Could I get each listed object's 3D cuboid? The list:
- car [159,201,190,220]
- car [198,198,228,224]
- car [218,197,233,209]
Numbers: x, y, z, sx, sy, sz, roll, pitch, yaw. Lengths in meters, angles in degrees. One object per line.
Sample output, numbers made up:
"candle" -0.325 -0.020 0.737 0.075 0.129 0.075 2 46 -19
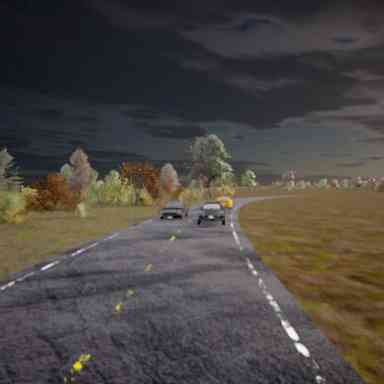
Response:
"car" -1.317 1.486 27.306 2.033 1.411 5.357 0 0 7
"car" 1.456 1.432 23.615 1.812 1.442 4.674 0 0 6
"car" 4.012 1.302 41.424 1.882 1.535 5.008 0 0 10
